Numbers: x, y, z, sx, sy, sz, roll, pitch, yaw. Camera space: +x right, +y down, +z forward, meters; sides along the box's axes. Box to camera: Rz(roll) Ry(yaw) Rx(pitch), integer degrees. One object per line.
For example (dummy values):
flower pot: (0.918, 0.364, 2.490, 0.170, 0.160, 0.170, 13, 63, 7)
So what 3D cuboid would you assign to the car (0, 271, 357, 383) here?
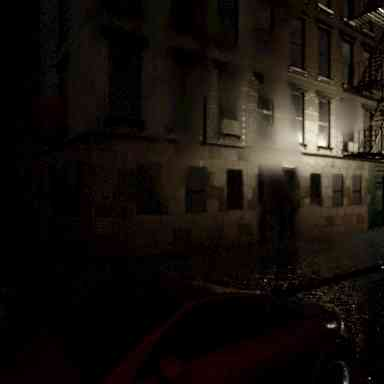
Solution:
car: (-0.305, 1.563, 3.157, 4.181, 1.385, 1.994, 0, 0, -35)
